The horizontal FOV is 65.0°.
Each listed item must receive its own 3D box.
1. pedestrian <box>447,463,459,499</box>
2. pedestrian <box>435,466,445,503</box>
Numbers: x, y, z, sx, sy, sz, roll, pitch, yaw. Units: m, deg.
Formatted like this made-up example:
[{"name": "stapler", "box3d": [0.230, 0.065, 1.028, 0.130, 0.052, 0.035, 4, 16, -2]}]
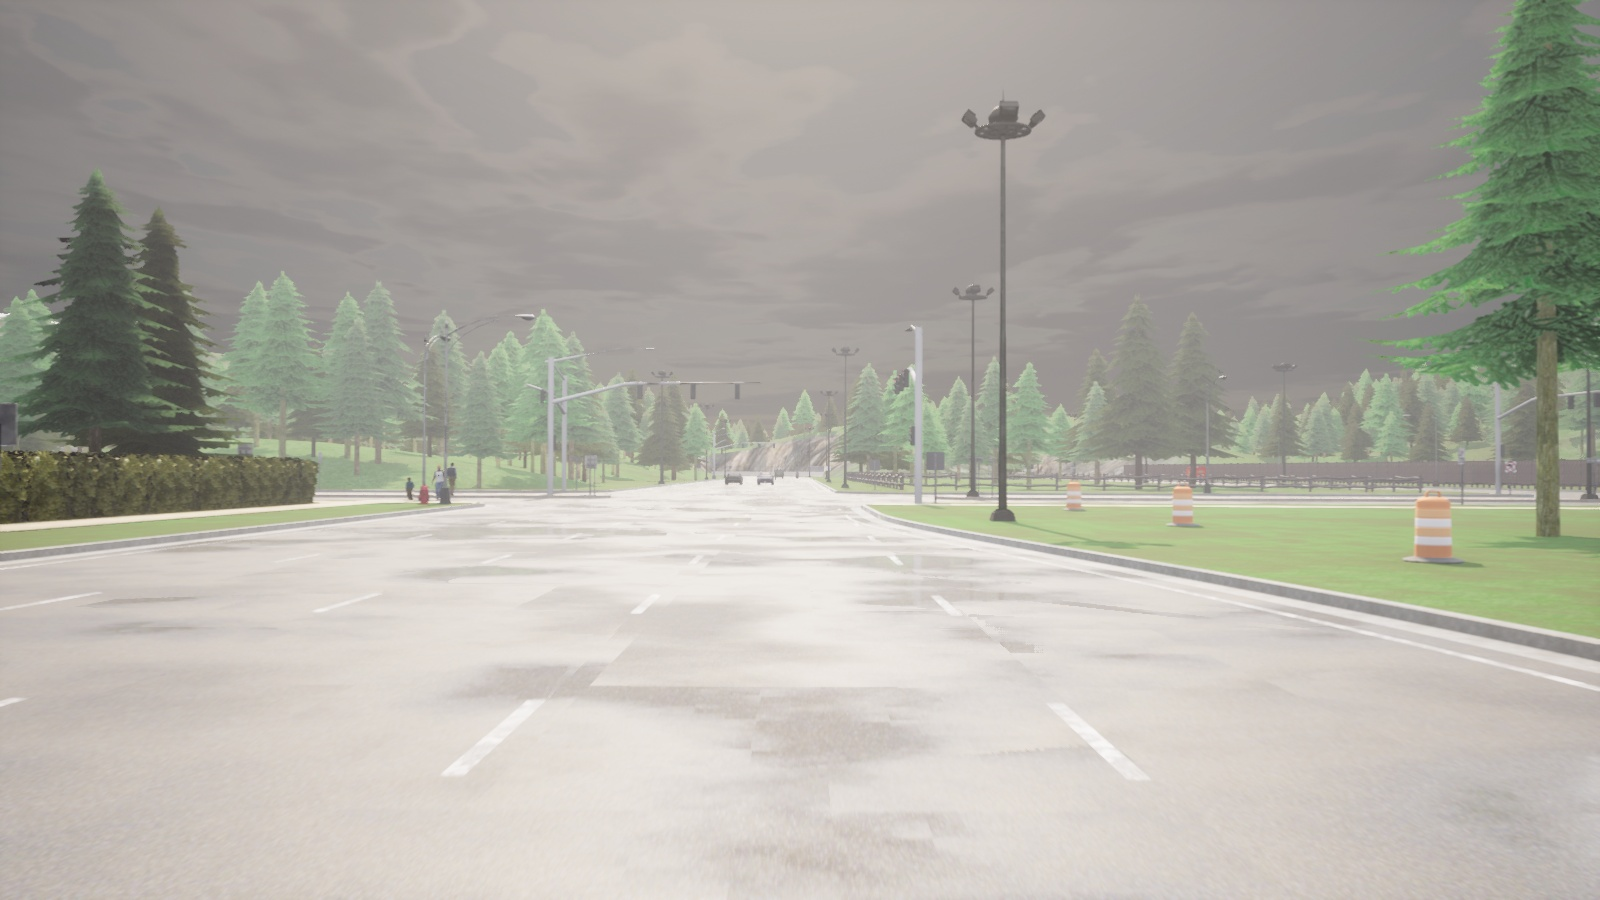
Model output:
[{"name": "pedestrian", "box3d": [-19.023, 1.709, 68.800, 0.423, 1.949, 0.788, 0, -1, 3]}, {"name": "pedestrian", "box3d": [-18.178, 1.737, 63.390, 0.354, 1.836, 0.706, 0, -1, -4]}]
